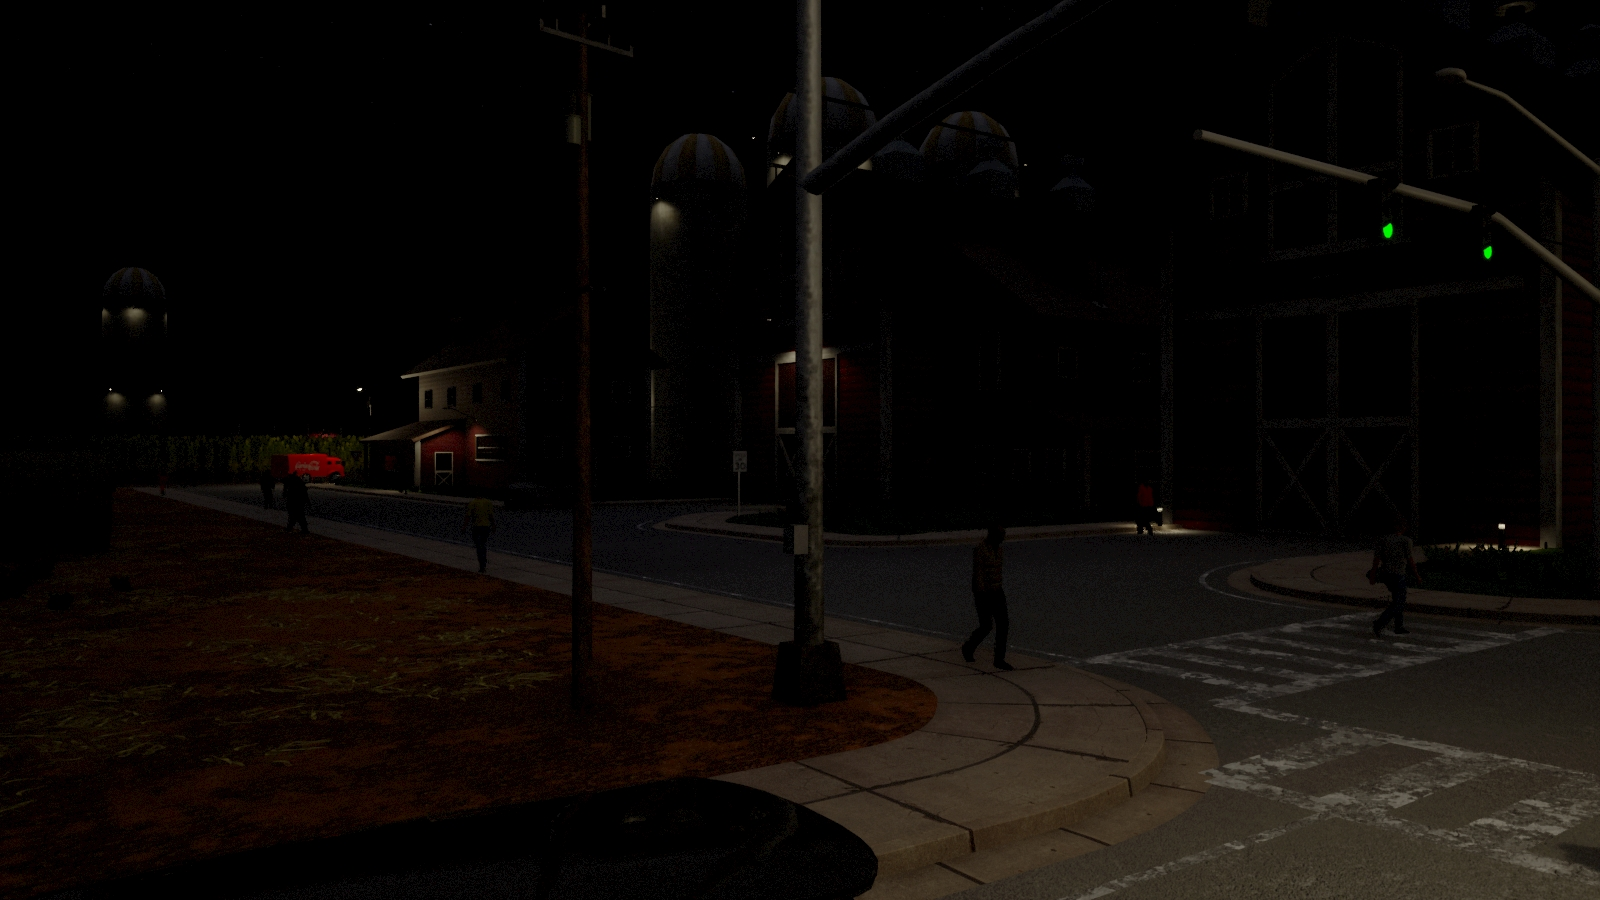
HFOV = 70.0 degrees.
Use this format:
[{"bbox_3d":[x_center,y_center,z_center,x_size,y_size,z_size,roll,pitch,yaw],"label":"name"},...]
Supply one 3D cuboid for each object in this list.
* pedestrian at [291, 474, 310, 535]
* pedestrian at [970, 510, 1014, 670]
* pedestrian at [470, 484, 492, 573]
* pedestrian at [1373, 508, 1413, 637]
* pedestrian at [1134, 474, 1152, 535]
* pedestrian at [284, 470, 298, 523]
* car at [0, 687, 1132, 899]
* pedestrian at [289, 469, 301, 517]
[{"bbox_3d":[-15.333,1.665,35.082,0.375,1.860,0.375,0,0,6],"label":"pedestrian"},{"bbox_3d":[2.305,1.665,13.719,0.375,1.860,0.375,0,0,-32],"label":"pedestrian"},{"bbox_3d":[-6.783,1.665,24.296,0.375,1.860,0.375,0,0,-29],"label":"pedestrian"},{"bbox_3d":[8.816,1.811,16.987,0.375,1.860,0.375,0,0,-25],"label":"pedestrian"},{"bbox_3d":[10.562,1.685,35.197,0.375,1.860,0.375,0,0,-14],"label":"pedestrian"},{"bbox_3d":[-18.242,1.665,40.958,0.375,1.860,0.375,0,0,-38],"label":"pedestrian"},{"bbox_3d":[-1.537,1.905,2.746,4.553,1.767,2.097,0,0,-35],"label":"car"},{"bbox_3d":[-19.542,1.664,44.185,0.375,1.860,0.375,0,0,-33],"label":"pedestrian"}]
